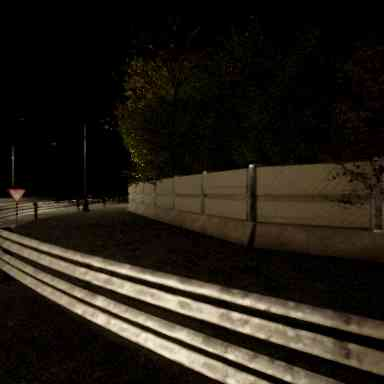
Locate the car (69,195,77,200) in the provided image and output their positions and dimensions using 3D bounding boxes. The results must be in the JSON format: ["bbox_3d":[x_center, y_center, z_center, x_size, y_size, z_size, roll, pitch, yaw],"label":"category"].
[{"bbox_3d":[-30.534,1.417,85.330,2.033,1.411,5.357,0,0,-20],"label":"car"}]

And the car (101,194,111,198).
[{"bbox_3d":[-22.252,1.233,86.408,2.097,1.767,4.553,0,0,-5],"label":"car"}]

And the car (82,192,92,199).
[{"bbox_3d":[-27.212,1.103,86.427,2.150,2.045,5.566,0,0,-20],"label":"car"}]
